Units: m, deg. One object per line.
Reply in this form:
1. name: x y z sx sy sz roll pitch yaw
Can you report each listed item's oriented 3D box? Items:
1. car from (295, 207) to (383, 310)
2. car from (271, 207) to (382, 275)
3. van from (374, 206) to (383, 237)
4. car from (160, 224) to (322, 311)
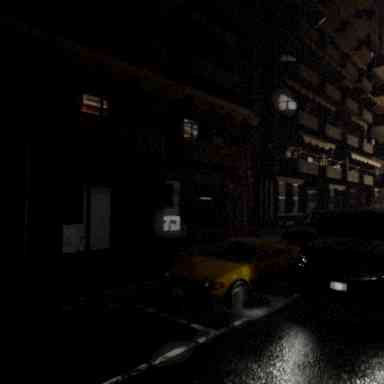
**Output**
1. car: 4.533 1.394 8.041 2.150 2.045 5.566 -2 -2 43
2. car: 5.260 1.590 12.546 2.192 1.841 5.009 0 0 43
3. van: 12.805 1.768 20.629 1.690 1.788 3.998 0 0 43
4. car: 1.367 1.724 8.377 1.752 1.417 4.829 0 0 43
